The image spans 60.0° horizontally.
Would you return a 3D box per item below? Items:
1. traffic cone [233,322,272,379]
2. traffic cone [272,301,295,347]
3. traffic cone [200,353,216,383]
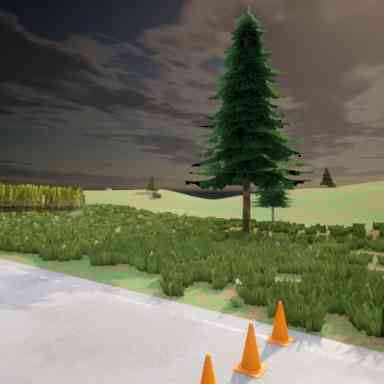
[{"bbox_3d":[0.751,1.955,4.226,0.340,0.580,0.340,0,0,36],"label":"traffic cone"},{"bbox_3d":[1.336,1.955,5.038,0.340,0.580,0.340,0,0,36],"label":"traffic cone"},{"bbox_3d":[0.167,1.955,3.415,0.340,0.580,0.340,0,0,36],"label":"traffic cone"}]
